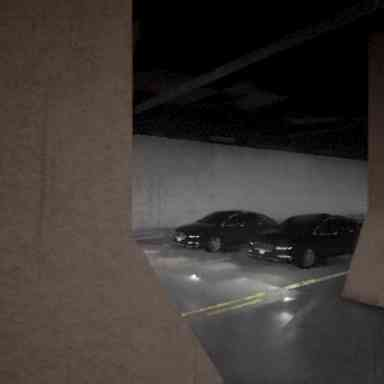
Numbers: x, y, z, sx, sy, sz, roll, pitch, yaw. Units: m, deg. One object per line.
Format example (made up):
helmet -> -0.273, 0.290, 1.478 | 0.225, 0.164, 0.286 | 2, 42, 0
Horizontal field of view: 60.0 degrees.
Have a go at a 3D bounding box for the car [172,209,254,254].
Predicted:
car -> 1.497, 1.507, 13.653 | 4.892, 1.490, 1.837 | 0, 0, -35

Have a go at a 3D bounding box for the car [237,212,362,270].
car -> 4.027, 1.507, 11.159 | 4.892, 1.490, 1.837 | 0, 0, -35
